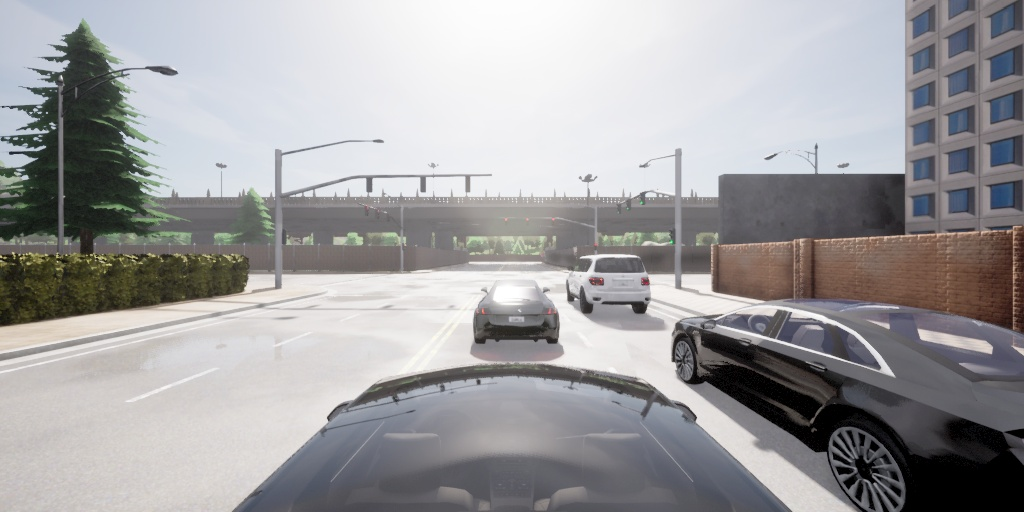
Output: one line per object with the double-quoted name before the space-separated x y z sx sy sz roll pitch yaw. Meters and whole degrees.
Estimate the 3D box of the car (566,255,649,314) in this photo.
"car" 3.493 0.971 13.955 2.150 2.045 5.566 0 0 0

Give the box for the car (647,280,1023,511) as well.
"car" 3.596 1.242 4.150 2.128 1.511 4.902 0 0 0

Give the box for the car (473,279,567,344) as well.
"car" 0.096 1.314 9.611 1.994 1.385 4.181 0 0 0
